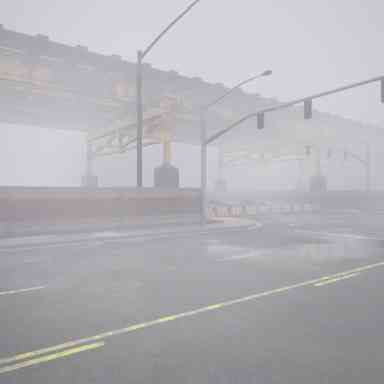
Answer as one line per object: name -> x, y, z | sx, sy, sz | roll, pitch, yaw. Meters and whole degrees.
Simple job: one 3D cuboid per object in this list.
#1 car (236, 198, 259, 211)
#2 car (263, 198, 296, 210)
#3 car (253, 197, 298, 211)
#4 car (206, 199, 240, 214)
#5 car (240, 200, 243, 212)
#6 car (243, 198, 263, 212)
car -> 6.141, 1.295, 36.462 | 1.853, 1.218, 4.536 | 0, 0, 18
car -> 9.985, 1.295, 40.165 | 4.536, 1.218, 1.853 | 0, 0, -7
car -> 10.036, 1.452, 40.171 | 4.974, 1.542, 2.038 | 0, 0, -7
car -> 2.327, 1.295, 33.736 | 4.536, 1.218, 1.853 | 0, 0, 8
car -> 2.379, 1.453, 33.729 | 4.974, 1.542, 2.038 | 0, 0, 8
car -> 6.125, 1.452, 36.413 | 2.038, 1.542, 4.974 | 0, 0, 18
